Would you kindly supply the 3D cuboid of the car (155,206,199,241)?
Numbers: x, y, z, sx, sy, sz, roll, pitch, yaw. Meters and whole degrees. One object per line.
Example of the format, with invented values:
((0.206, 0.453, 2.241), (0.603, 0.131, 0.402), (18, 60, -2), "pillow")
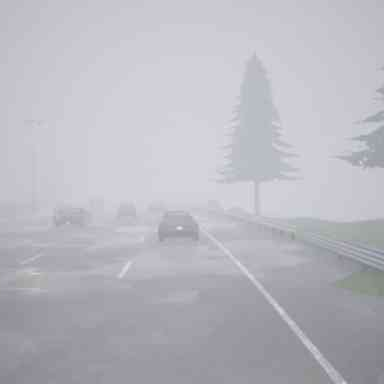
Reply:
((-0.787, 1.641, 17.349), (1.994, 1.385, 4.181), (0, 0, -6), "car")

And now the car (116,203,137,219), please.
((-6.253, 1.733, 31.858), (2.033, 1.411, 5.357), (0, 0, -11), "car")

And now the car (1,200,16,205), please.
((-33.022, 2.092, 60.044), (1.994, 1.385, 4.181), (0, 0, -22), "car")

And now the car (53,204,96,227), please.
((-8.554, 1.778, 24.265), (1.895, 1.301, 4.718), (0, 0, -8), "car")

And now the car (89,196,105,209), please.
((-15.073, 1.573, 52.616), (2.150, 2.045, 5.566), (0, 0, -19), "car")

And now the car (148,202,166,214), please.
((-4.036, 1.792, 38.391), (1.895, 1.301, 4.718), (0, 0, -12), "car")

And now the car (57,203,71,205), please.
((-15.025, 1.898, 39.289), (1.895, 1.301, 4.718), (0, 0, -14), "car")
